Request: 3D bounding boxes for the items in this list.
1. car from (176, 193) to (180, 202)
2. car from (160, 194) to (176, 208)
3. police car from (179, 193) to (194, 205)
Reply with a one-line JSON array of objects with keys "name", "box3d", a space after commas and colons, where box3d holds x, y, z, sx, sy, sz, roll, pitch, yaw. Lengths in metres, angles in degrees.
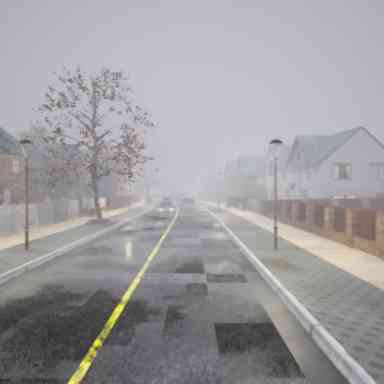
[{"name": "car", "box3d": [-1.702, 1.488, 67.917, 1.812, 1.442, 4.674, 0, 0, -7]}, {"name": "car", "box3d": [-3.538, 1.407, 46.503, 1.837, 1.490, 4.892, 0, -1, -3]}, {"name": "police car", "box3d": [-0.696, 1.342, 58.013, 1.930, 1.638, 5.238, 0, 0, -5]}]
